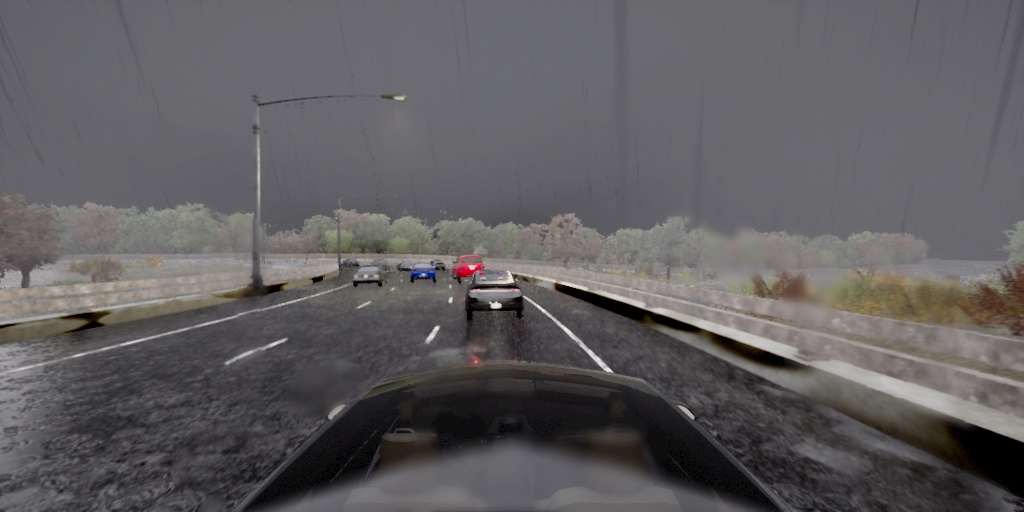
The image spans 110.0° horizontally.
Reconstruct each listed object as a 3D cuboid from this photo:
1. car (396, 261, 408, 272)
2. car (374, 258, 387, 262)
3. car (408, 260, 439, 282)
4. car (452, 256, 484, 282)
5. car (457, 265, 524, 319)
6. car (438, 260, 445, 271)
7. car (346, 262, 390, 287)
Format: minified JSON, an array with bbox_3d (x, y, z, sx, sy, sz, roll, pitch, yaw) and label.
[{"bbox_3d":[-14.479,1.381,48.847,1.994,1.385,4.181,0,0,-26],"label":"car"},{"bbox_3d":[-16.851,1.182,45.680,2.097,1.767,4.553,0,0,-24],"label":"car"},{"bbox_3d":[-7.325,1.261,29.510,1.882,1.535,5.008,0,0,-15],"label":"car"},{"bbox_3d":[-3.518,0.987,28.841,2.150,2.045,5.566,0,0,-14],"label":"car"},{"bbox_3d":[-0.715,1.244,12.932,2.128,1.511,4.902,0,0,-6],"label":"car"},{"bbox_3d":[-10.257,1.301,48.076,1.837,1.490,4.892,0,0,-24],"label":"car"},{"bbox_3d":[-9.821,1.345,25.164,2.033,1.411,5.357,0,0,-13],"label":"car"}]
